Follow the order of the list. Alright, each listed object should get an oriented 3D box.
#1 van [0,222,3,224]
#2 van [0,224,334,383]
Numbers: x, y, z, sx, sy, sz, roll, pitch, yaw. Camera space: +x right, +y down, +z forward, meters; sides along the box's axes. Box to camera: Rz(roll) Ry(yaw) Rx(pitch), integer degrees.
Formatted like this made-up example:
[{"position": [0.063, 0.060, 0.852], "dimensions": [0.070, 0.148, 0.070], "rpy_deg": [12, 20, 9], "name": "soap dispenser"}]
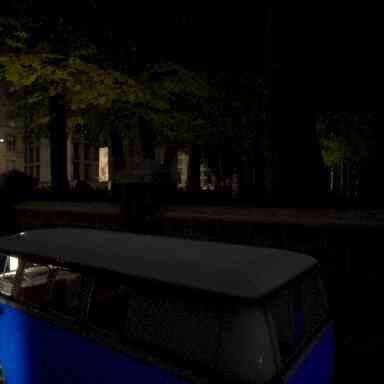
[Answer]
[{"position": [-5.278, 1.340, 6.657], "dimensions": [3.998, 1.788, 1.690], "rpy_deg": [0, 0, 36], "name": "van"}, {"position": [-0.687, 1.341, 3.351], "dimensions": [3.998, 1.788, 1.690], "rpy_deg": [0, 0, 36], "name": "van"}]
